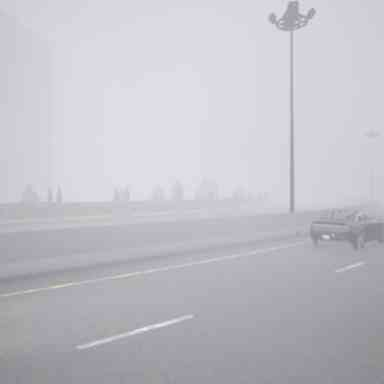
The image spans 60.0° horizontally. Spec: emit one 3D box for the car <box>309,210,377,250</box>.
[{"bbox_3d":[6.922,1.520,14.483,4.902,1.511,2.128,0,0,-44],"label":"car"}]

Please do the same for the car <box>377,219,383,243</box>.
[{"bbox_3d":[7.781,1.519,10.478,4.892,1.490,1.837,0,0,-42],"label":"car"}]
